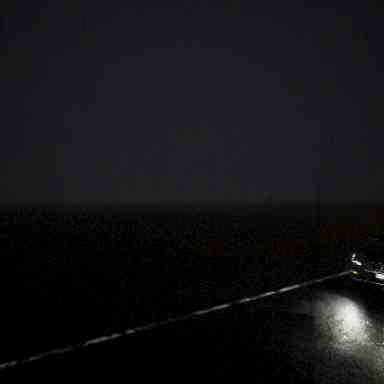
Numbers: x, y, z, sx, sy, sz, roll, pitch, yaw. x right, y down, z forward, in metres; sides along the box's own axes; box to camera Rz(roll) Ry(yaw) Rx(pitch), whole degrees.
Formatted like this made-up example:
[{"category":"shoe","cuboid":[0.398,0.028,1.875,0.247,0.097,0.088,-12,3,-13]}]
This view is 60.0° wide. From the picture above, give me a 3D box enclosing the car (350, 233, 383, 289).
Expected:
[{"category":"car","cuboid":[5.787,1.437,8.123,4.892,1.490,1.837,-1,0,-36]}]
